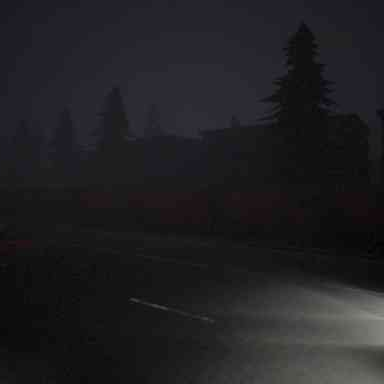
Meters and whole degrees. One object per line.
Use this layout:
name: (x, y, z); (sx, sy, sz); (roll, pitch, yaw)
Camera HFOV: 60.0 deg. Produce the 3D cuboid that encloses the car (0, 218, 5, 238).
car: (-10.736, 1.468, 15.932); (4.674, 1.442, 1.812); (0, 0, 35)
